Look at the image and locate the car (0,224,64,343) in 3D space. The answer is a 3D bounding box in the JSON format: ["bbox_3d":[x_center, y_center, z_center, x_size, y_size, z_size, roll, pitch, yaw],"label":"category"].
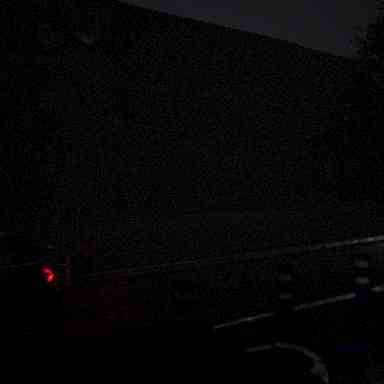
[{"bbox_3d":[-4.558,1.501,5.403,4.553,1.767,2.097,-2,1,-25],"label":"car"}]
